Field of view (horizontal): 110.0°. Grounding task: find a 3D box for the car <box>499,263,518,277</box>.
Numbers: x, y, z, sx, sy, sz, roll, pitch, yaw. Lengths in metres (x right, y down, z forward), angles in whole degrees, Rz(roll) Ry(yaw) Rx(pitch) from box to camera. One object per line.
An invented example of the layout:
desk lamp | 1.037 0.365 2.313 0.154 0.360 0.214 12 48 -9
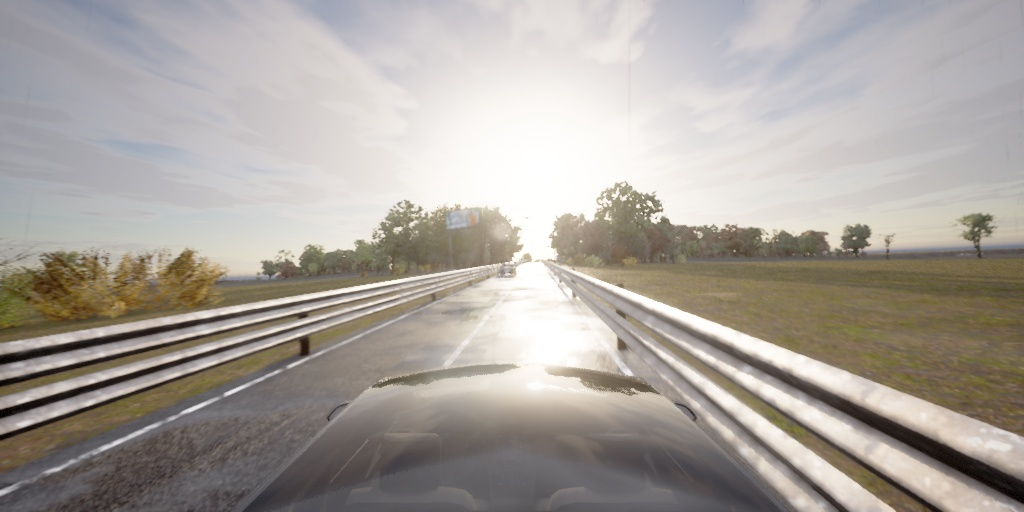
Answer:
car | -0.355 1.568 42.121 2.128 1.511 4.902 -3 0 4
